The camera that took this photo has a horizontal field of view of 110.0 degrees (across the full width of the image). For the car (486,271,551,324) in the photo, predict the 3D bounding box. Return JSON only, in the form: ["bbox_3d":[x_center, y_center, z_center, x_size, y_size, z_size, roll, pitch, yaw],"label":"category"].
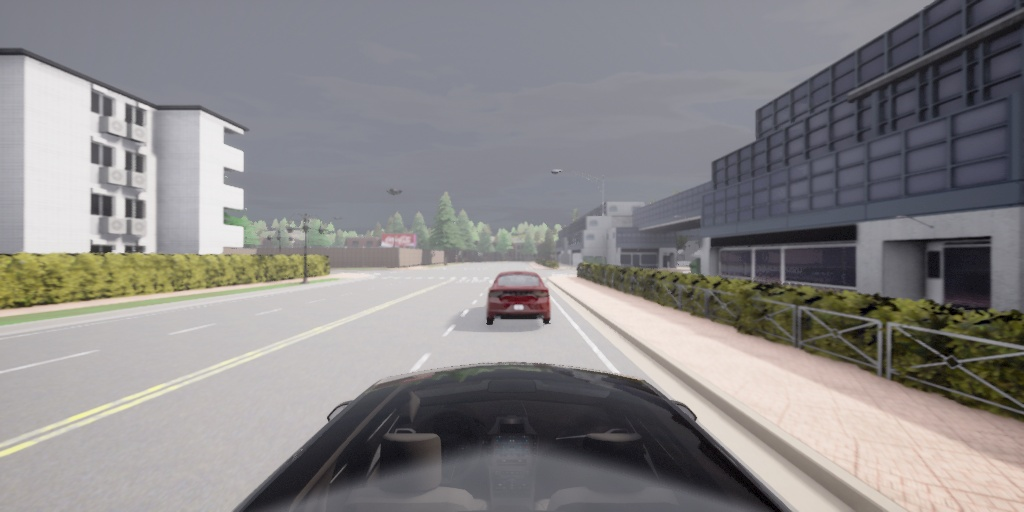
[{"bbox_3d":[0.199,1.235,12.100,1.882,1.535,5.008,0,0,0],"label":"car"}]
